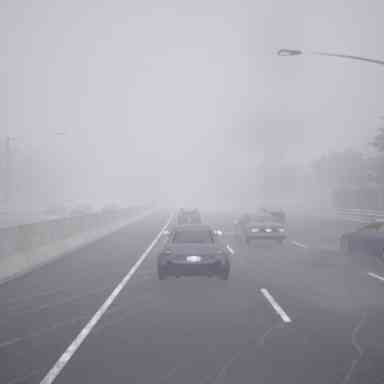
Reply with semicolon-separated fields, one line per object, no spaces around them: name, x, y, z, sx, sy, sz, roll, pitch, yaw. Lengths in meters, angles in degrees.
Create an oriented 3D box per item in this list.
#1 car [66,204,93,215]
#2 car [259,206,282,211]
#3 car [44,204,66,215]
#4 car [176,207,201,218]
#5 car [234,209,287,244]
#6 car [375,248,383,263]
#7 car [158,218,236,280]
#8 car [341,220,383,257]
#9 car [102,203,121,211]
car;-14.968;2.405;45.393;2.033;1.411;5.357;0;-1;-2
car;6.692;1.988;29.206;1.882;1.535;5.008;0;-1;-1
car;-18.466;2.364;45.246;1.837;1.490;4.892;0;-2;-2
car;-0.258;1.966;27.114;2.128;1.511;4.902;0;-1;-1
car;3.437;1.837;17.607;2.033;1.411;5.357;0;-1;-1
car;3.583;1.516;2.040;2.128;1.511;4.902;0;-1;0
car;0.025;1.719;10.526;1.994;1.385;4.181;0;-1;-1
car;7.017;1.701;11.710;1.812;1.442;4.674;0;-1;-1
car;-11.541;2.391;47.850;1.882;1.535;5.008;0;-2;-2
